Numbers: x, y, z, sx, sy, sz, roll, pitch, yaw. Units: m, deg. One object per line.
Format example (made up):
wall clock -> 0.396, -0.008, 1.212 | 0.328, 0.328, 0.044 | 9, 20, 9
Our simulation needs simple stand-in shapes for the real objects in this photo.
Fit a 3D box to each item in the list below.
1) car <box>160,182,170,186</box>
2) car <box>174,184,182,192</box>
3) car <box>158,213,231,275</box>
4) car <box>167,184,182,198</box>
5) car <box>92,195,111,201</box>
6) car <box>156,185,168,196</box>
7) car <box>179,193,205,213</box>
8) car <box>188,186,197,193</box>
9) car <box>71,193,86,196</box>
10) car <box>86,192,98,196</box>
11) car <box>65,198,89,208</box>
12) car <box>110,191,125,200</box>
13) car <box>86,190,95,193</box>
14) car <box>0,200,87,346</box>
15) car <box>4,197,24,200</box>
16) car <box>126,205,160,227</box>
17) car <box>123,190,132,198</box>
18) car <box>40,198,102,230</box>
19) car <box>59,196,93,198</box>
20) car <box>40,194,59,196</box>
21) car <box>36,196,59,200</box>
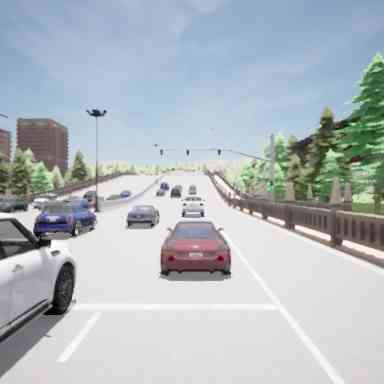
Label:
car -> -6.831, -1.566, 83.508 | 2.150, 2.045, 5.566 | 0, 7, 0
car -> -3.346, -1.088, 80.982 | 1.837, 1.490, 4.892 | 0, 7, 0
car -> 0.101, 1.604, 10.632 | 1.994, 1.385, 4.181 | 0, 0, 0
car -> -3.405, -0.022, 70.545 | 2.150, 2.045, 5.566 | 0, 7, 0
car -> -14.016, 1.632, 49.922 | 1.812, 1.442, 4.674 | 0, 1, 0
car -> -6.890, 0.020, 73.153 | 2.033, 1.411, 5.357 | 0, 7, 0
car -> 0.105, 1.346, 33.950 | 2.150, 2.045, 5.566 | 0, 0, 0
car -> 0.097, 0.239, 70.945 | 2.128, 1.511, 4.902 | 0, 7, 0
car -> -20.974, 1.325, 58.434 | 2.033, 1.411, 5.357 | 0, 3, 0
car -> -17.461, 1.235, 60.743 | 1.895, 1.301, 4.718 | 0, 4, 0
car -> -17.498, 1.686, 50.801 | 1.895, 1.301, 4.718 | 0, 1, 0
car -> -13.966, 1.172, 59.794 | 1.882, 1.535, 5.008 | 0, 4, 0
car -> -20.915, 0.432, 68.778 | 1.882, 1.535, 5.008 | 0, 5, 0
car -> -3.393, 1.238, 4.389 | 2.150, 2.045, 5.566 | 0, 0, 0
car -> -21.125, 1.493, 38.761 | 2.097, 1.767, 4.553 | 0, 0, 2
car -> -3.397, 1.635, 23.735 | 2.033, 1.411, 5.357 | 0, 0, 0
car -> -13.909, 0.306, 69.927 | 1.882, 1.535, 5.008 | 0, 5, 0
car -> -6.898, 1.421, 18.651 | 2.097, 1.767, 4.553 | 0, 0, 0
car -> -14.062, 1.620, 40.614 | 1.882, 1.535, 5.008 | 0, 0, 0
car -> -21.011, 1.354, 48.326 | 2.150, 2.045, 5.566 | 0, 1, 1
car -> -17.552, 1.637, 41.667 | 2.128, 1.511, 4.902 | 0, 0, 0
